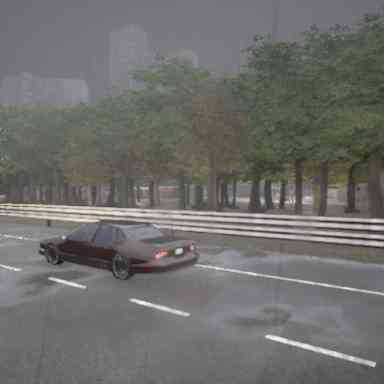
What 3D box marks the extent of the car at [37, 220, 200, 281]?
[{"bbox_3d":[-2.371,1.546,9.862,5.357,1.411,2.033,0,0,36],"label":"car"}]
